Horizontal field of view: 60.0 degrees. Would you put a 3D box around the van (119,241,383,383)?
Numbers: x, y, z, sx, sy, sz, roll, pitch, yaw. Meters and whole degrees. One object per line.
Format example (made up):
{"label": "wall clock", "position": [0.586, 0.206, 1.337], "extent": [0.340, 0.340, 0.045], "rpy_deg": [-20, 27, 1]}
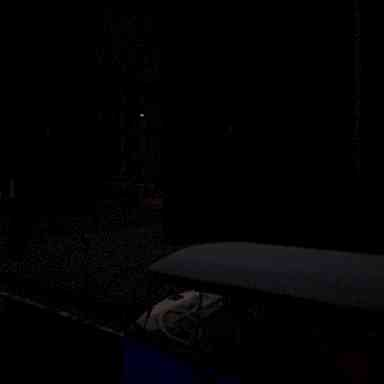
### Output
{"label": "van", "position": [1.247, 1.342, 2.193], "extent": [3.998, 1.788, 1.690], "rpy_deg": [0, 0, 35]}
